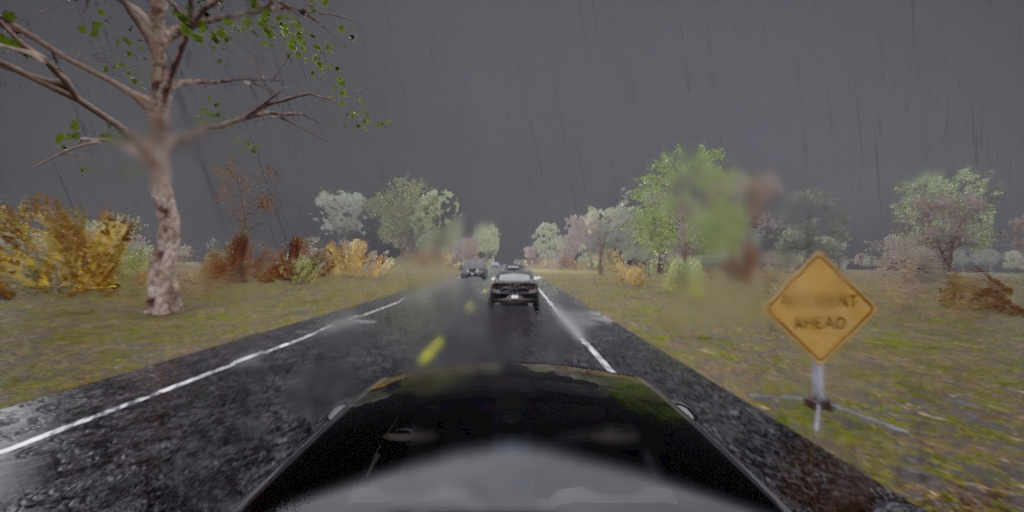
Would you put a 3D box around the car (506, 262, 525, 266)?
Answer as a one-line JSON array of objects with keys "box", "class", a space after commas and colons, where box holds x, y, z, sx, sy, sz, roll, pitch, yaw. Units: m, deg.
[{"box": [0.124, 1.559, 34.405, 1.837, 1.490, 4.892, 0, -1, 0], "class": "car"}]

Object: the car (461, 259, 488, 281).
[{"box": [-3.570, 1.282, 35.064, 2.150, 2.045, 5.566, 0, -1, 0], "class": "car"}]

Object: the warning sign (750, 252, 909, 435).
[{"box": [3.550, 0.887, 4.142, 1.300, 1.860, 1.060, 0, 0, 0], "class": "warning sign"}]

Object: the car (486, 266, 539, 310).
[{"box": [0.105, 1.353, 15.509, 1.882, 1.535, 5.008, 0, -1, 0], "class": "car"}]
